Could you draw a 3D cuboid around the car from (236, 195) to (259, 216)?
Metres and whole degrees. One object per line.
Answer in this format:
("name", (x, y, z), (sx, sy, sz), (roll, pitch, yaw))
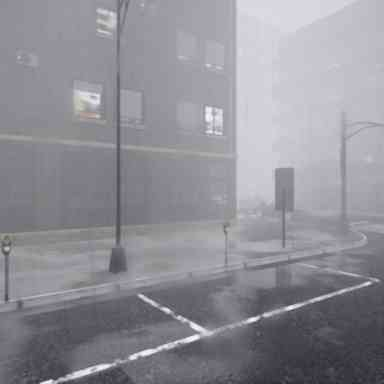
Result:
("car", (3.259, 1.234, 28.652), (1.752, 1.417, 4.829), (1, 0, -36))

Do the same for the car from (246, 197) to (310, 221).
("car", (6.428, 1.335, 24.283), (2.008, 1.369, 4.403), (1, 0, -36))

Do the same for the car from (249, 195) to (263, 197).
("car", (6.694, 1.075, 38.190), (1.967, 1.590, 4.097), (1, 0, -36))
